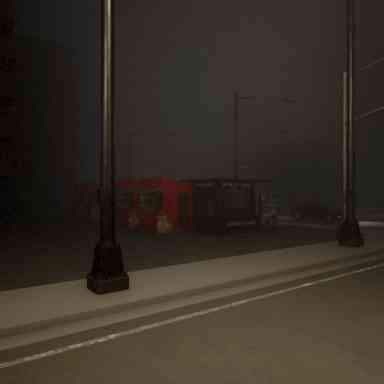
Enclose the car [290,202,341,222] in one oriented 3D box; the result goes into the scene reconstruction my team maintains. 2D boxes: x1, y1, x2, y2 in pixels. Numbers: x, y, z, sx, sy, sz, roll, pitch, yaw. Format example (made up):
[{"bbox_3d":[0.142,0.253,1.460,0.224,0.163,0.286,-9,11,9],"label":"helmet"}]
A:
[{"bbox_3d":[10.484,1.612,27.571,1.837,1.490,4.892,0,-1,-36],"label":"car"}]
